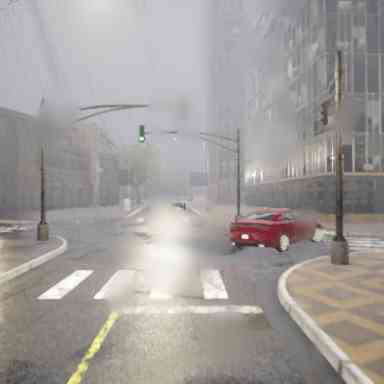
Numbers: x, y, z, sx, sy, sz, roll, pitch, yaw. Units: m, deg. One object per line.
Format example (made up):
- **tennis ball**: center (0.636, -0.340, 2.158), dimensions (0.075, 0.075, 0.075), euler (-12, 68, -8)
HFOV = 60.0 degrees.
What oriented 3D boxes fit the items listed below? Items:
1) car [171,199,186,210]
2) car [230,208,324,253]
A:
- **car**: center (-1.859, 1.599, 43.737), dimensions (1.895, 1.301, 4.718), euler (0, 0, -4)
- **car**: center (3.536, 1.396, 13.392), dimensions (1.882, 1.535, 5.008), euler (-3, -2, 43)
